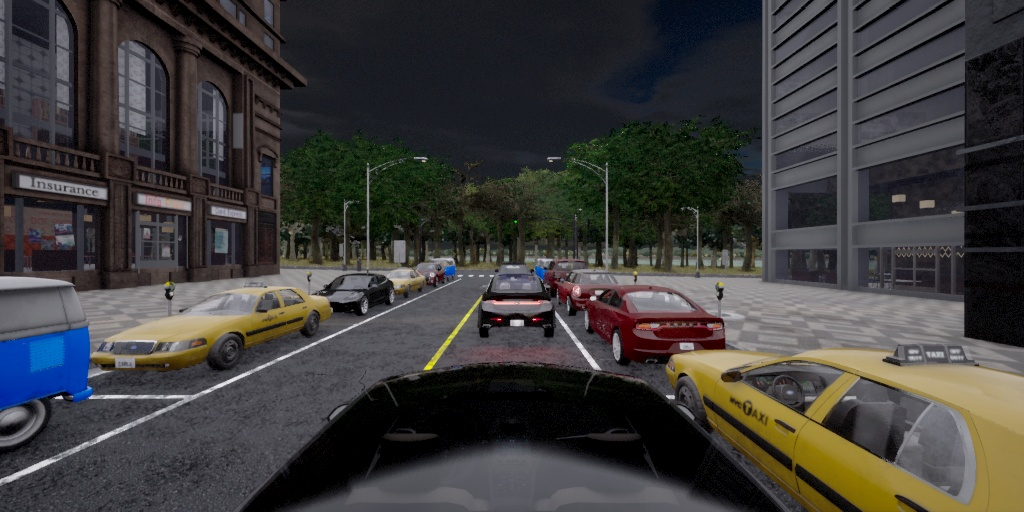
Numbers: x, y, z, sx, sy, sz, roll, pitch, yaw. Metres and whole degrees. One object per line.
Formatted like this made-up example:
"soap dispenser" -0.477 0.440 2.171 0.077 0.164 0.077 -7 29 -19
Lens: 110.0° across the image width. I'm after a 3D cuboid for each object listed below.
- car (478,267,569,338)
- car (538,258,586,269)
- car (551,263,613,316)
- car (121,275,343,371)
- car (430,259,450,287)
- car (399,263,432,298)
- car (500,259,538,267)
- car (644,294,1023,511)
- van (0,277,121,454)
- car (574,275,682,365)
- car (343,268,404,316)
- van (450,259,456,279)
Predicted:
"car" 0.114 1.242 10.218 2.128 1.511 4.902 0 0 0
"car" 2.789 1.066 18.779 2.192 1.841 5.009 0 0 0
"car" 2.780 1.190 13.341 1.967 1.591 4.097 0 0 0
"car" -5.754 1.275 7.747 1.751 1.417 4.829 0 0 0
"car" -5.728 1.192 24.229 1.967 1.591 4.097 0 0 0
"car" -5.737 1.277 18.622 1.751 1.417 4.829 0 0 0
"car" 0.128 1.103 19.190 2.097 1.767 4.553 0 0 1
"car" 2.763 1.275 2.636 1.751 1.417 4.829 0 0 0
"van" -5.762 1.091 2.479 1.690 1.789 3.998 0 0 0
"car" 2.772 1.295 7.904 1.888 1.381 4.507 0 0 0
"car" -5.745 1.316 13.354 1.948 1.339 4.313 0 0 0
"van" -5.719 1.095 29.667 1.690 1.789 3.998 0 0 0
